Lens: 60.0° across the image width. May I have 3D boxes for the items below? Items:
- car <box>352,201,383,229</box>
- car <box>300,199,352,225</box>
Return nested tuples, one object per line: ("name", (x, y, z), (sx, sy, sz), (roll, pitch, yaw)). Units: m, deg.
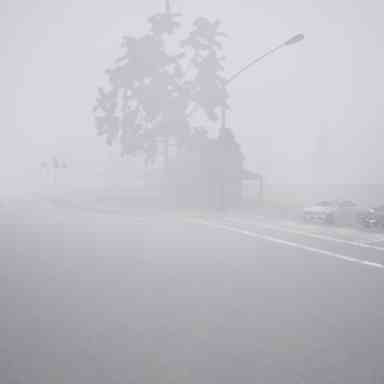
("car", (11.174, 1.259, 17.905), (4.892, 1.490, 1.837), (0, 2, -28))
("car", (8.868, 1.170, 20.636), (4.674, 1.442, 1.812), (0, 2, -28))
